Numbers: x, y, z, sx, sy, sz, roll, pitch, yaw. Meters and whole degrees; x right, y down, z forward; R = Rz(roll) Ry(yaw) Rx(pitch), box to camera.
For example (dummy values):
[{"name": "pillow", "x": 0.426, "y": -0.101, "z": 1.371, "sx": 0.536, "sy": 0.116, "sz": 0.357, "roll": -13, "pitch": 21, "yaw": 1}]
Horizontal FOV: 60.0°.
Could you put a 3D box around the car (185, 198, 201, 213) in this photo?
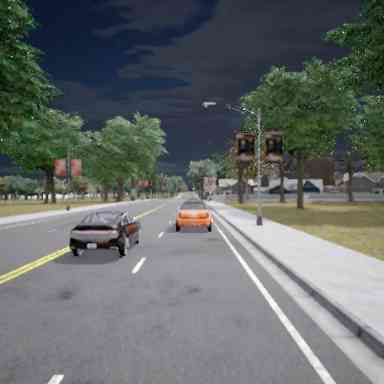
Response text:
[{"name": "car", "x": 0.102, "y": 1.541, "z": 39.250, "sx": 1.837, "sy": 1.490, "sz": 4.892, "roll": 0, "pitch": 0, "yaw": 0}]

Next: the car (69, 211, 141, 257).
[{"name": "car", "x": -3.149, "y": 1.490, "z": 12.888, "sx": 2.128, "sy": 1.511, "sz": 4.902, "roll": 0, "pitch": 0, "yaw": 0}]

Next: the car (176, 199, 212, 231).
[{"name": "car", "x": 0.100, "y": 1.357, "z": 20.852, "sx": 2.097, "sy": 1.767, "sz": 4.553, "roll": 0, "pitch": 0, "yaw": 0}]
